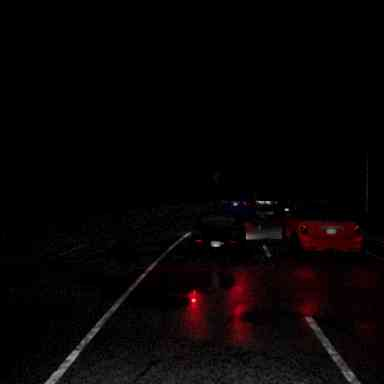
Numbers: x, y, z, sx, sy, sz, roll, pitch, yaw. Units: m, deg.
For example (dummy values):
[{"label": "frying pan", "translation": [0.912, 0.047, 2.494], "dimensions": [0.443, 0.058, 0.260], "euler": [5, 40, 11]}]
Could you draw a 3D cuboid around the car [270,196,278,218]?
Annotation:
[{"label": "car", "translation": [7.583, 1.272, 26.587], "dimensions": [1.994, 1.385, 4.181], "euler": [0, 1, 17]}]

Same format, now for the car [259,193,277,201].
[{"label": "car", "translation": [13.512, 0.894, 58.254], "dimensions": [2.033, 1.411, 5.357], "euler": [1, 1, 31]}]

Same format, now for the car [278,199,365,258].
[{"label": "car", "translation": [4.634, 1.214, 12.376], "dimensions": [2.097, 1.767, 4.553], "euler": [0, 1, 9]}]

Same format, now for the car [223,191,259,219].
[{"label": "car", "translation": [3.800, 0.927, 26.174], "dimensions": [2.150, 2.045, 5.566], "euler": [0, 1, 16]}]

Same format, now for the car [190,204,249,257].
[{"label": "car", "translation": [1.066, 1.386, 12.293], "dimensions": [1.812, 1.442, 4.674], "euler": [0, 0, 9]}]

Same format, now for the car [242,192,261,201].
[{"label": "car", "translation": [10.793, 0.836, 60.382], "dimensions": [1.812, 1.442, 4.674], "euler": [1, 1, 32]}]
